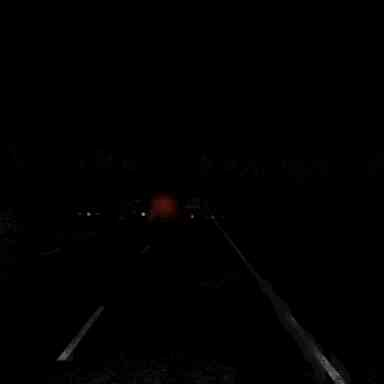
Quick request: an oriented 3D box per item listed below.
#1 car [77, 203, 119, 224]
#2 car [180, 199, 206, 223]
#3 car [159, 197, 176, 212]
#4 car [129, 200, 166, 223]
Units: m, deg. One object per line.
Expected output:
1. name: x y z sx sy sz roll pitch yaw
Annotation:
1. car: -6.947 1.548 24.998 2.033 1.411 5.357 0 0 1
2. car: 0.076 1.526 25.703 1.812 1.442 4.674 0 0 1
3. car: -3.063 1.351 39.805 2.097 1.767 4.553 0 0 2
4. car: -3.432 1.564 25.849 1.994 1.385 4.181 0 0 2
